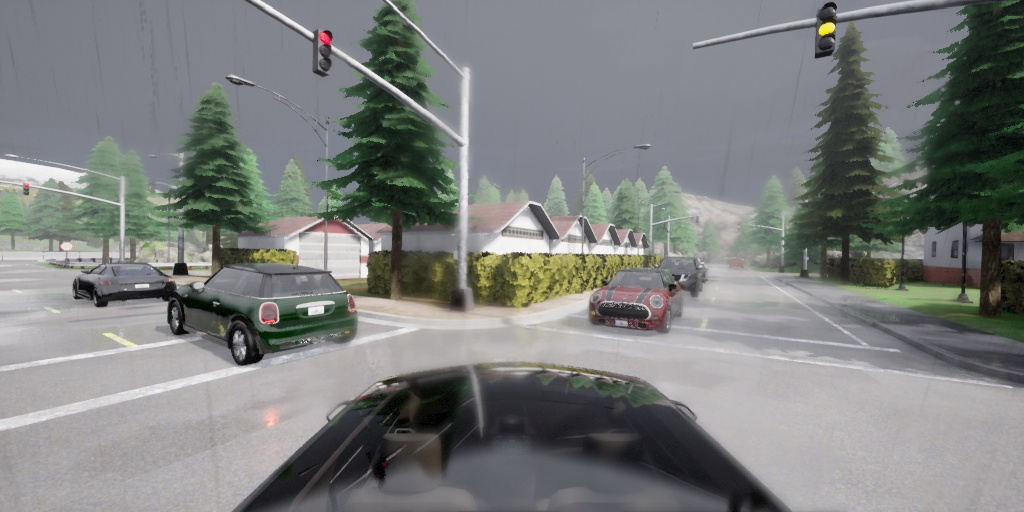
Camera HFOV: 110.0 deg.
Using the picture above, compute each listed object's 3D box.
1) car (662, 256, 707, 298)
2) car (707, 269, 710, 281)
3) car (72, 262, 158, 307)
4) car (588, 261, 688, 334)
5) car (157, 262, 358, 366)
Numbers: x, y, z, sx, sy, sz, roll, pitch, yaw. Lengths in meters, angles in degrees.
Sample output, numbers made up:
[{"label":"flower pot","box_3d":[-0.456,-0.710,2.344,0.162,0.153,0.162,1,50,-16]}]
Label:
[{"label":"car","box_3d":[9.342,1.048,20.036,2.150,2.045,5.566,1,1,31]},{"label":"car","box_3d":[14.640,1.338,28.787,1.837,1.490,4.892,1,1,31]},{"label":"car","box_3d":[-14.104,0.911,13.045,4.181,1.385,1.994,2,1,31]},{"label":"car","box_3d":[4.033,1.172,11.280,2.097,1.767,4.553,1,1,31]},{"label":"car","box_3d":[-5.527,0.923,7.888,4.553,1.767,2.097,4,2,31]}]
